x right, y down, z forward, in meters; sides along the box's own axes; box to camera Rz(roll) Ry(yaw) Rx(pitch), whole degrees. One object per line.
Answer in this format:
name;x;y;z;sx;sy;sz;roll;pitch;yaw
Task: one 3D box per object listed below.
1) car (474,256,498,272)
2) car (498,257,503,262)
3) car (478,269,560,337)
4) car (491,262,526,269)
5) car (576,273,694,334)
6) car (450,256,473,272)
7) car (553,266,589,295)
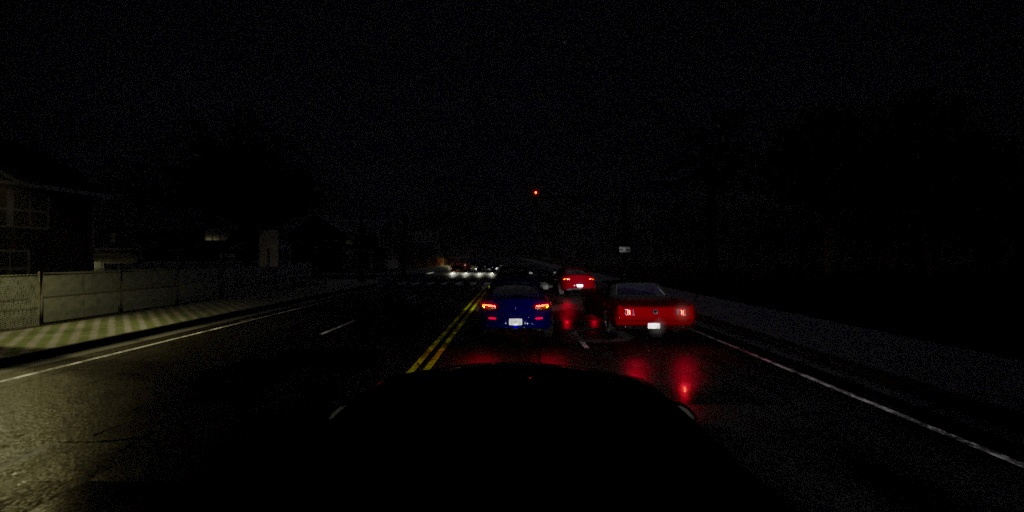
car;-3.308;0.960;46.554;2.150;2.045;5.566;0;0;0
car;-3.259;1.271;64.119;2.033;1.411;5.357;0;0;0
car;0.090;1.275;10.143;1.812;1.442;4.674;0;0;0
car;0.071;1.254;19.404;1.837;1.490;4.892;0;0;0
car;3.342;1.351;10.623;1.895;1.301;4.718;0;0;0
car;-6.560;1.092;45.725;2.097;1.767;4.553;0;0;0
car;3.324;1.275;19.731;1.812;1.442;4.674;0;0;0
